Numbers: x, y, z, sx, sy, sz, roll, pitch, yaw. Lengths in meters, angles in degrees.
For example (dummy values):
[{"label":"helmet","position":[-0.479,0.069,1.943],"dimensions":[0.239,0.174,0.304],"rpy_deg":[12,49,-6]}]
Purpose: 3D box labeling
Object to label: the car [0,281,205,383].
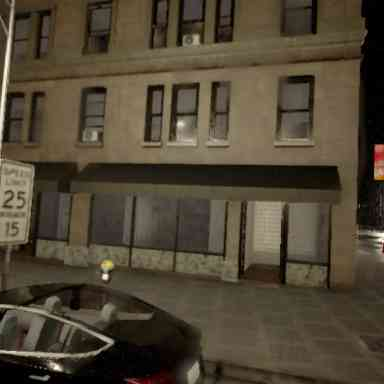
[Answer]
[{"label":"car","position":[-1.983,1.761,3.849],"dimensions":[4.313,1.339,1.947],"rpy_deg":[2,-4,16]}]
